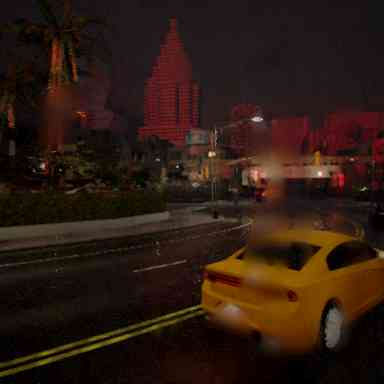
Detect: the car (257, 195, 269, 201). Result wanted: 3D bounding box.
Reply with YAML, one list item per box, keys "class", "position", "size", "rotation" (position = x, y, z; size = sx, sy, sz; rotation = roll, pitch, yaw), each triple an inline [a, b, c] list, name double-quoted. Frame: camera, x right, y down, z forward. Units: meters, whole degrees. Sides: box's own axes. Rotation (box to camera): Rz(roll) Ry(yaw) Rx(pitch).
- class: "car"
  position: [19.189, 1.519, 89.668]
  size: [2.231, 1.521, 4.892]
  rotation: [0, 0, 23]

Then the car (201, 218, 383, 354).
- class: "car"
  position: [2.365, 1.476, 6.282]
  size: [5.008, 1.535, 1.882]
  rotation: [0, 0, -43]

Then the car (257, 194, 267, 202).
- class: "car"
  position: [16.638, 1.390, 79.199]
  size: [2.185, 1.767, 4.553]
  rotation: [0, 0, 13]

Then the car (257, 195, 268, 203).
- class: "car"
  position: [15.273, 1.513, 72.919]
  size: [2.097, 1.535, 5.008]
  rotation: [0, 0, 13]

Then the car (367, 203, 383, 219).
- class: "car"
  position: [12.374, 1.455, 21.167]
  size: [2.128, 1.511, 4.902]
  rotation: [0, 0, 23]
